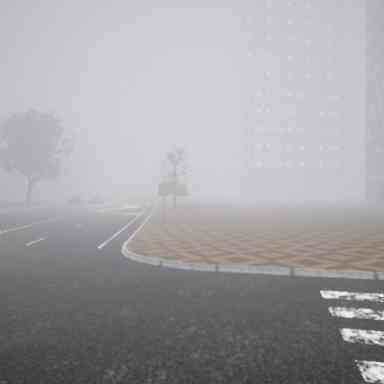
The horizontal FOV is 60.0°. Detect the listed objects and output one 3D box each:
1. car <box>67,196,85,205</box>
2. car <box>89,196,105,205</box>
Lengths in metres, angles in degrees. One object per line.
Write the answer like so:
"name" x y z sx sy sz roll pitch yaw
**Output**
"car" -18.277 1.311 52.542 1.994 1.385 4.181 0 0 -6
"car" -15.046 1.311 52.899 1.994 1.385 4.181 0 0 -6
